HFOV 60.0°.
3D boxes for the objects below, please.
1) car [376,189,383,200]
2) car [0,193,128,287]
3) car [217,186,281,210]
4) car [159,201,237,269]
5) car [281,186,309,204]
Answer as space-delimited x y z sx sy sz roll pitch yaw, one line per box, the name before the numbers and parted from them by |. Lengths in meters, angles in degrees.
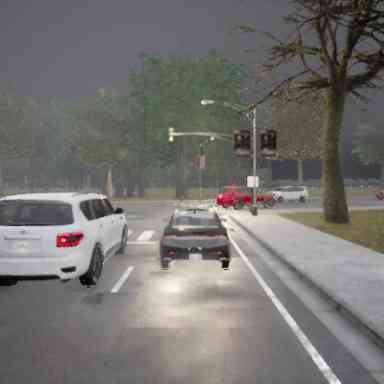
car | 28.247 0.151 46.312 5.566 2.045 2.150 0 1 -22
car | -3.193 1.019 8.888 2.150 2.045 5.566 0 1 -1
car | 4.899 0.516 30.045 5.566 2.045 2.150 -1 -1 -26
car | 0.084 1.258 10.252 2.128 1.511 4.902 0 1 0
car | 11.103 0.320 39.200 5.566 2.045 2.150 -1 1 -23
